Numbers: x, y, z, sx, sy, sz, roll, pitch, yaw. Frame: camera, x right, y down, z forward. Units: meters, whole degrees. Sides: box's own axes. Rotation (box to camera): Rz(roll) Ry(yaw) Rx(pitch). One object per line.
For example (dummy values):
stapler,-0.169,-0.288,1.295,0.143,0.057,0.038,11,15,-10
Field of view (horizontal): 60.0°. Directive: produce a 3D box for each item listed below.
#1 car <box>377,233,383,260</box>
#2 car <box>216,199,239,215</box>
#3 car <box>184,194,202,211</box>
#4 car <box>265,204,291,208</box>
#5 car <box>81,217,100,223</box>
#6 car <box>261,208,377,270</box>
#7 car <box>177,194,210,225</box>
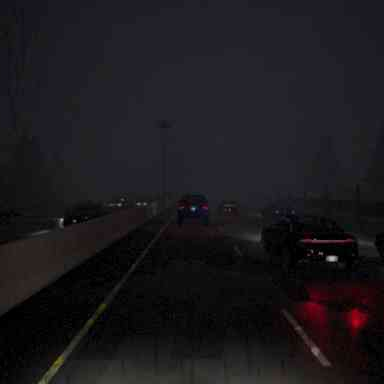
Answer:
car,7.098,1.602,9.145,1.895,1.301,4.718,0,0,0
car,3.594,1.497,33.878,2.128,1.511,4.902,0,0,0
car,0.092,1.230,41.451,2.150,2.045,5.566,0,0,0
car,7.095,1.605,27.615,1.895,1.301,4.718,0,0,0
car,-7.103,1.509,22.459,1.837,1.490,4.892,0,0,0
car,3.596,1.493,10.961,2.128,1.511,4.902,0,0,0
car,0.098,1.219,24.076,2.150,2.045,5.566,0,-1,0
